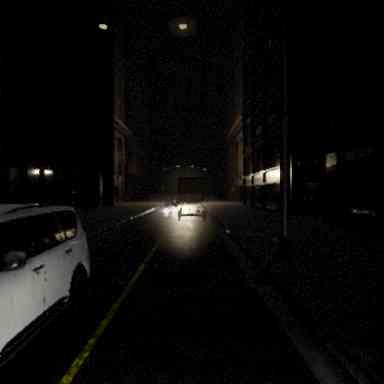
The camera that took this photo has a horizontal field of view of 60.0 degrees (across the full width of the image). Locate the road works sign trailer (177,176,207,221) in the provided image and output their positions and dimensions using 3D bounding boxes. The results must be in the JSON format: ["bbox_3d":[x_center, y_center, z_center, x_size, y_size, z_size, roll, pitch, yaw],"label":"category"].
[{"bbox_3d":[-0.003,0.512,27.361,2.380,3.560,2.880,0,0,0],"label":"road works sign trailer"}]

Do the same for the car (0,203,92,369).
[{"bbox_3d":[-3.102,1.226,4.578,2.150,2.045,5.566,0,0,0],"label":"car"}]

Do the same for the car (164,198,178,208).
[{"bbox_3d":[-3.082,1.592,49.237,2.128,1.511,4.902,0,0,0],"label":"car"}]
